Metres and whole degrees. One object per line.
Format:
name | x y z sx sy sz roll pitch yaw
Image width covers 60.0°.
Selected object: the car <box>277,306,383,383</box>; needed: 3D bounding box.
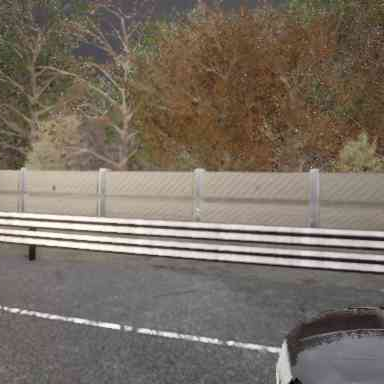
car | 3.178 1.520 2.490 4.902 1.511 2.128 1 1 13
